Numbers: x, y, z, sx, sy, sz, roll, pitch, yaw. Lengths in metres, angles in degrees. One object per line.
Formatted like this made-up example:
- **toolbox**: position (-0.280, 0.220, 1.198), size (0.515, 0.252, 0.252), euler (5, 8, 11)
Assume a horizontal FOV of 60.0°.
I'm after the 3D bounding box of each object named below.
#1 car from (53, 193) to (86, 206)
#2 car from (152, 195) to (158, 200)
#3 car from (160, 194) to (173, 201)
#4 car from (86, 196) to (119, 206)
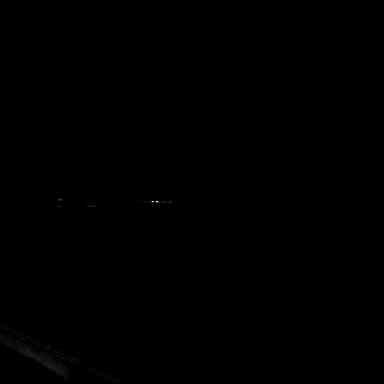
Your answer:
- **car**: position (-17.549, 1.012, 47.812), size (2.097, 1.767, 4.553), euler (1, 1, 39)
- **car**: position (-5.544, 1.008, 62.762), size (1.994, 1.385, 4.181), euler (1, 1, 37)
- **car**: position (-2.750, 0.636, 60.650), size (2.033, 1.411, 5.357), euler (1, 1, 37)
- **car**: position (-12.679, 1.225, 48.294), size (1.994, 1.385, 4.181), euler (1, 1, 39)
